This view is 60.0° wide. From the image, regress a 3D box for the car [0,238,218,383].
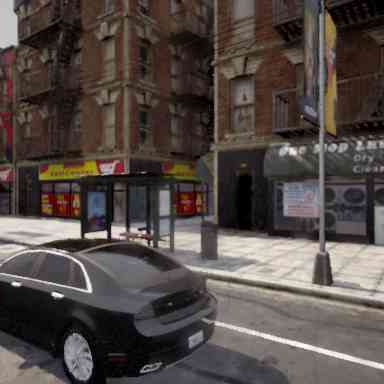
[{"bbox_3d":[-1.922,1.515,5.361,4.892,1.490,1.837,0,0,35],"label":"car"}]
